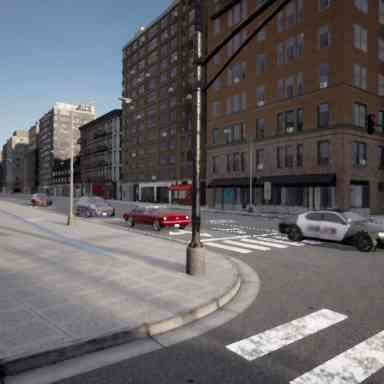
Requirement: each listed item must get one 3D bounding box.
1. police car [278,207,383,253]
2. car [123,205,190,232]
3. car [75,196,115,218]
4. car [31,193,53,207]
[{"bbox_3d":[6.057,1.456,13.686,2.038,1.542,4.974,1,0,-36],"label":"police car"},{"bbox_3d":[-2.153,1.452,19.373,1.895,1.301,4.718,1,0,-38],"label":"car"},{"bbox_3d":[-8.058,1.136,27.606,2.097,1.767,4.553,1,0,-36],"label":"car"},{"bbox_3d":[-20.047,0.987,44.402,2.097,1.767,4.553,1,0,-35],"label":"car"}]
